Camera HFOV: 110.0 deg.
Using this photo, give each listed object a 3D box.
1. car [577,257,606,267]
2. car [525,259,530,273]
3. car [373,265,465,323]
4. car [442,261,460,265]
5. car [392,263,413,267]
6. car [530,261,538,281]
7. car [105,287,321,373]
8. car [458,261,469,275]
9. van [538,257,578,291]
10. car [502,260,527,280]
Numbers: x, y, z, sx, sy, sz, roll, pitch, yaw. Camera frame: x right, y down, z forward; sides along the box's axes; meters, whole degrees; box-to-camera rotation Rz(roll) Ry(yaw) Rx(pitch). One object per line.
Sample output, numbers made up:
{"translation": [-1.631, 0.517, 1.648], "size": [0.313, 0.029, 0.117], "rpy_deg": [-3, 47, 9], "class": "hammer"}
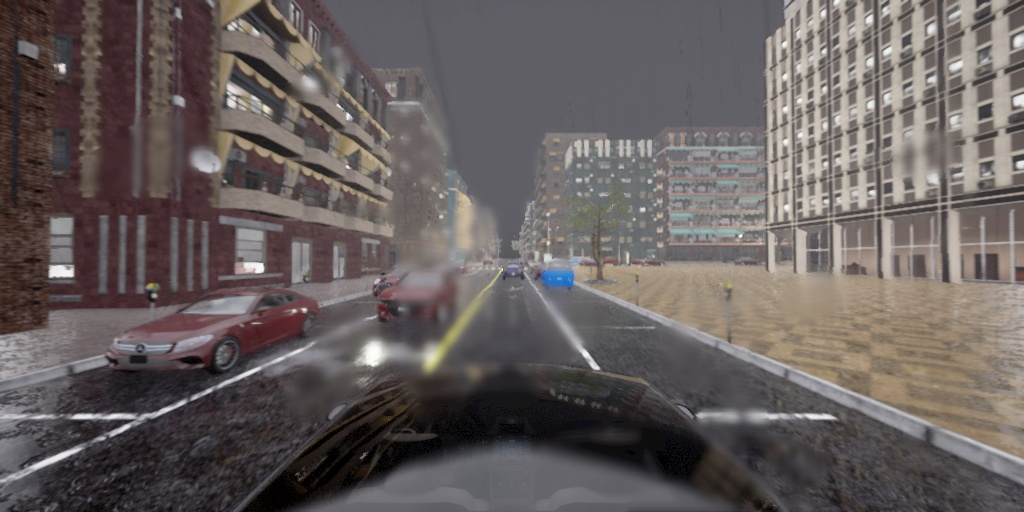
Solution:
{"translation": [13.730, 1.212, 63.153], "size": [4.207, 1.307, 1.802], "rpy_deg": [0, 0, 0], "class": "car"}
{"translation": [2.835, 1.337, 40.960], "size": [2.007, 1.370, 4.403], "rpy_deg": [0, 0, 0], "class": "car"}
{"translation": [-3.003, 1.239, 12.447], "size": [1.882, 1.535, 5.008], "rpy_deg": [0, 0, 0], "class": "car"}
{"translation": [-5.758, 1.358, 29.824], "size": [1.802, 1.307, 4.207], "rpy_deg": [0, 0, 0], "class": "car"}
{"translation": [-5.688, 1.205, 18.685], "size": [1.967, 1.591, 4.097], "rpy_deg": [0, 0, 0], "class": "car"}
{"translation": [2.786, 1.321, 30.530], "size": [1.888, 1.381, 4.507], "rpy_deg": [0, 0, 0], "class": "car"}
{"translation": [-5.687, 1.338, 7.545], "size": [1.802, 1.307, 4.207], "rpy_deg": [0, 0, 0], "class": "car"}
{"translation": [-5.806, 1.224, 38.728], "size": [1.967, 1.591, 4.097], "rpy_deg": [0, 0, 0], "class": "car"}
{"translation": [2.726, 1.109, 22.069], "size": [1.690, 1.789, 3.998], "rpy_deg": [0, 0, 0], "class": "van"}
{"translation": [0.110, 1.303, 31.913], "size": [1.812, 1.442, 4.674], "rpy_deg": [0, 0, 0], "class": "car"}
